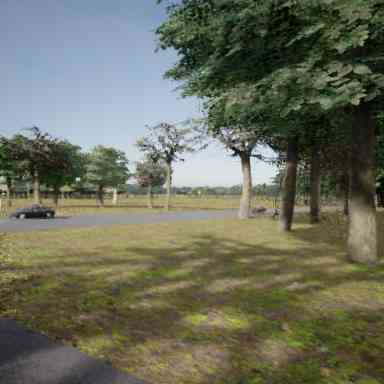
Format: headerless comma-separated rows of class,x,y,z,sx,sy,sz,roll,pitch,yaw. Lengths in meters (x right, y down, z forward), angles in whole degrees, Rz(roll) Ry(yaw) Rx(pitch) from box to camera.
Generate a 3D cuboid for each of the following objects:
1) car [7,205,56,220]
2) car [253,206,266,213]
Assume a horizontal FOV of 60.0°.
car,-17.151,2.212,35.663,1.837,1.490,4.892,1,1,36
car,13.936,3.569,68.761,1.812,1.442,4.674,1,-1,29
